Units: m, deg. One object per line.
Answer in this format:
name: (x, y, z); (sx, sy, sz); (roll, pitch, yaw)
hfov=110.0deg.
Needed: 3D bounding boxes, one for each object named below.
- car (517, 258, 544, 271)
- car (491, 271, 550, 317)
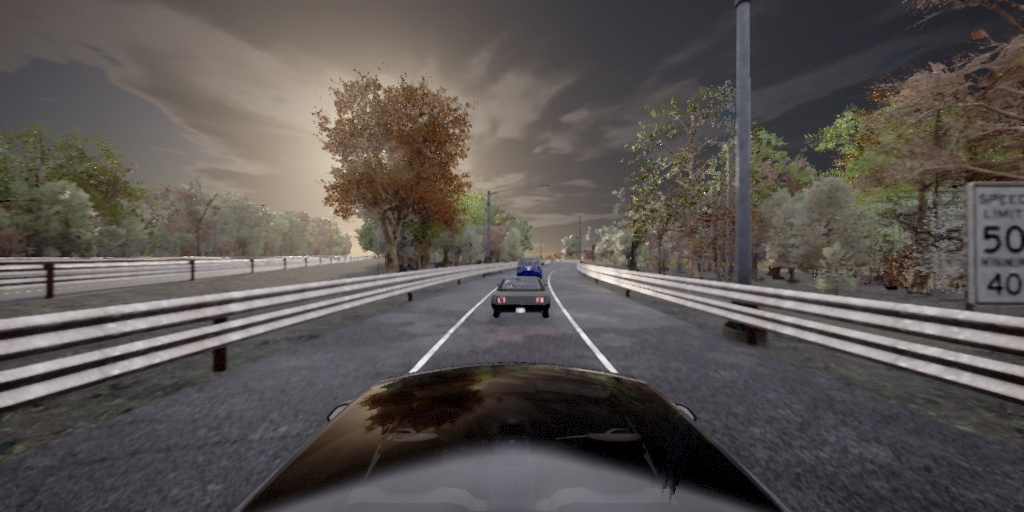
car: (1.668, 1.166, 32.497); (2.150, 2.045, 5.566); (0, 0, 6)
car: (0.358, 1.424, 13.454); (1.895, 1.301, 4.718); (0, 0, 2)
